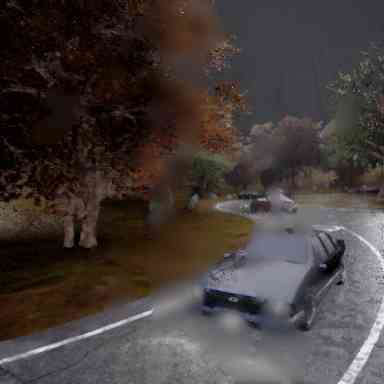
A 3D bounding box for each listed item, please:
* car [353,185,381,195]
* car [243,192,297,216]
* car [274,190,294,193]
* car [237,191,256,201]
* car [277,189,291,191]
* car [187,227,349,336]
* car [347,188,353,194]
[{"bbox_3d":[29.139,-0.311,53.482,4.718,1.301,1.895,-1,1,11],"label":"car"},{"bbox_3d":[6.407,1.032,26.839,1.812,1.442,4.674,-3,2,-22],"label":"car"},{"bbox_3d":[8.073,0.860,32.171,1.812,1.442,4.674,-2,1,-10],"label":"car"},{"bbox_3d":[8.347,0.569,48.179,1.895,1.301,4.718,-1,2,37],"label":"car"},{"bbox_3d":[12.991,0.278,48.597,5.008,1.535,1.882,-3,1,-42],"label":"car"},{"bbox_3d":[2.081,1.522,7.206,2.033,1.411,5.357,0,0,34],"label":"car"},{"bbox_3d":[29.036,-0.375,56.767,4.674,1.442,1.812,-1,1,9],"label":"car"}]
